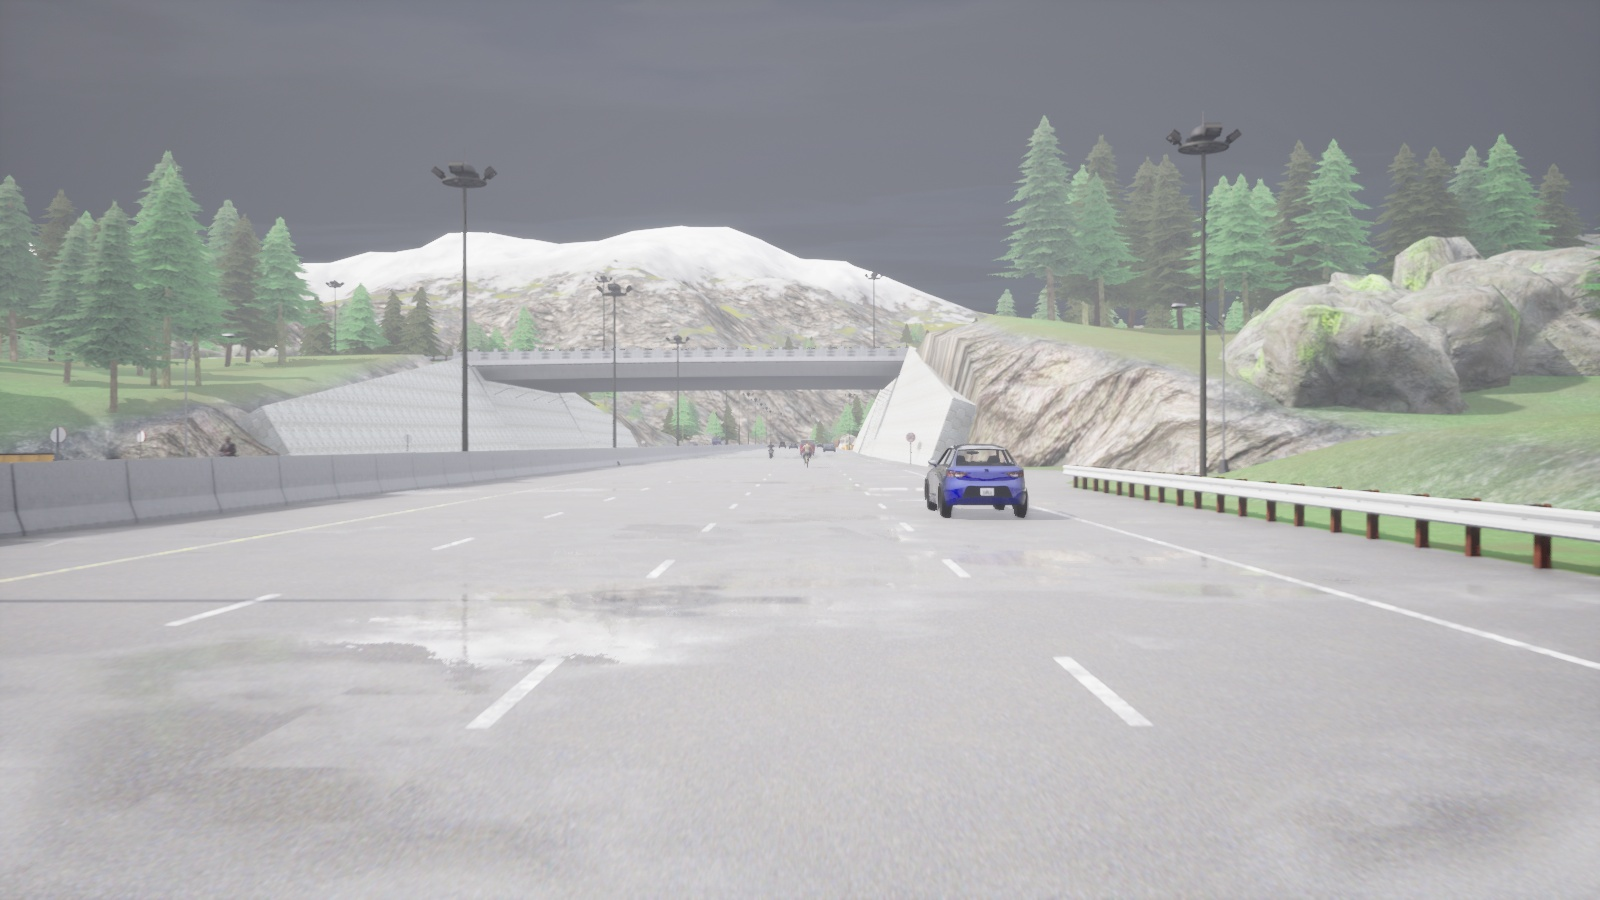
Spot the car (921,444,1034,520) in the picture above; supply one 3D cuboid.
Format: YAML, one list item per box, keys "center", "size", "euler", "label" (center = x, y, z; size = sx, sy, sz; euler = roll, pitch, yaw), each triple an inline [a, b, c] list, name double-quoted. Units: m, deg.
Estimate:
- center: [3.666, 0.613, 26.579]
  size: [1.816, 1.474, 4.193]
  euler: [0, 0, 0]
  label: "car"
